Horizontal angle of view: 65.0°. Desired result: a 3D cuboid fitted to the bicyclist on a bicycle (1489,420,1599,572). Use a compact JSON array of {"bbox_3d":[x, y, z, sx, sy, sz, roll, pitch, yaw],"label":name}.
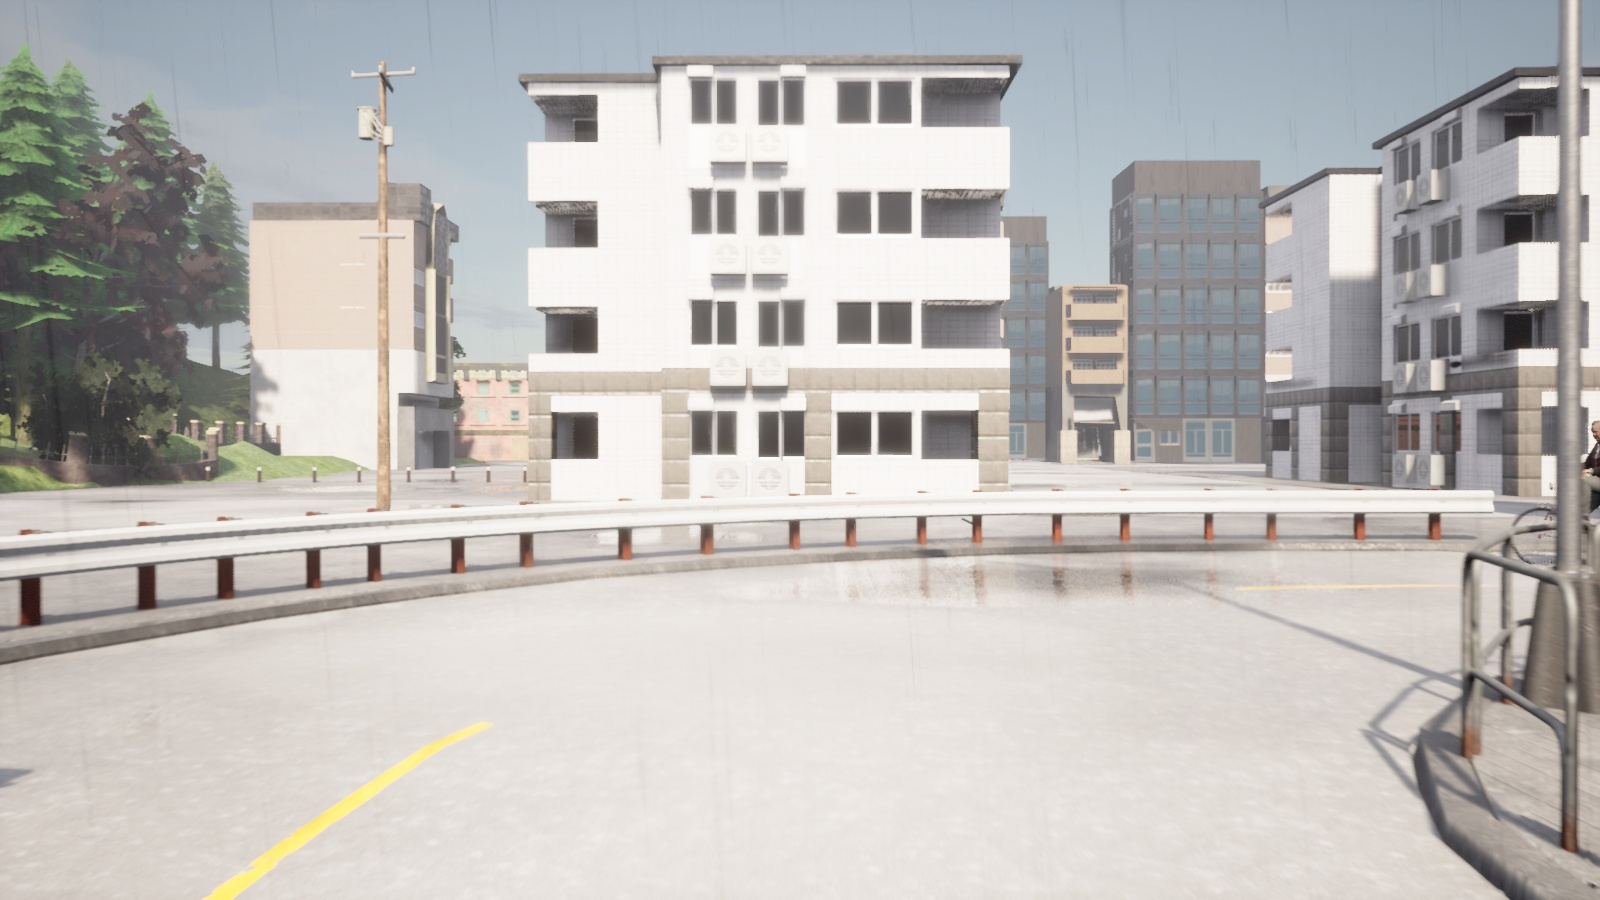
[{"bbox_3d":[9.377,0.540,15.062,1.843,1.776,0.659,0,1,-1],"label":"bicyclist on a bicycle"}]
